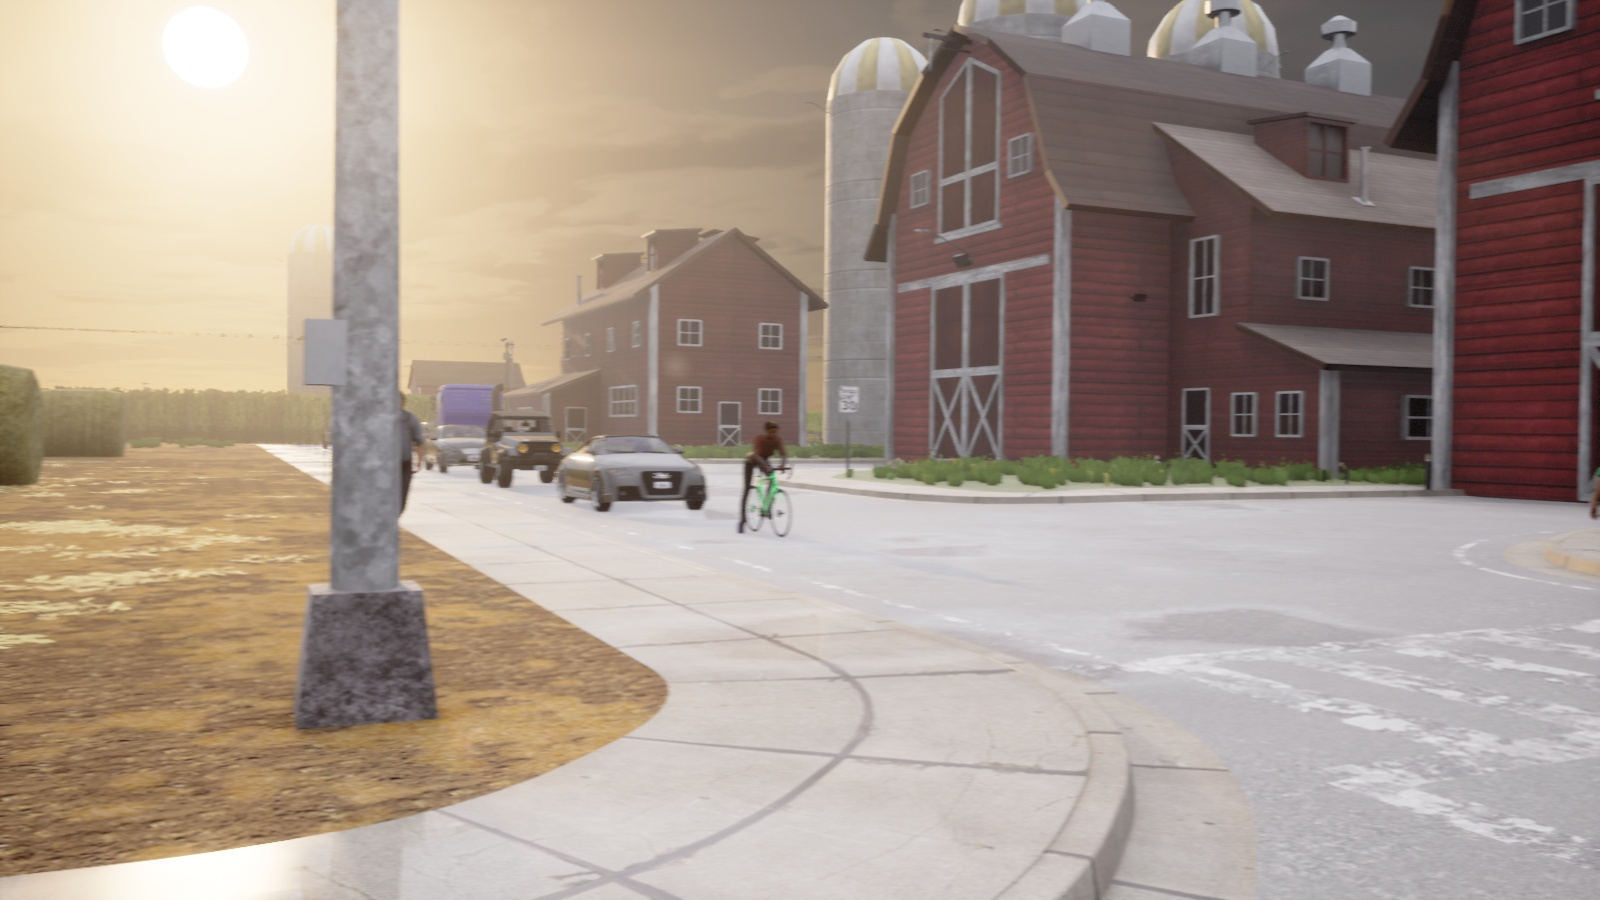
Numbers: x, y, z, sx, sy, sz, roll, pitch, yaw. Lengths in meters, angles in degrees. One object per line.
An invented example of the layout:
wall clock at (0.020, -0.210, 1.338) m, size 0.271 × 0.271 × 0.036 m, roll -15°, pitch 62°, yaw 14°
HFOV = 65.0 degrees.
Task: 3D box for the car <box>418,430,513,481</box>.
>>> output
car at (-10.836, 0.141, 40.416) m, size 2.128 × 1.511 × 4.902 m, roll -2°, pitch 1°, yaw -25°

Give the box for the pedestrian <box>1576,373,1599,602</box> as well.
pedestrian at (7.259, 0.312, 10.783) m, size 0.873 × 1.952 × 0.659 m, roll -1°, pitch 1°, yaw -28°

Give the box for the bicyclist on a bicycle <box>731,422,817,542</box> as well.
bicyclist on a bicycle at (-0.396, 0.417, 17.899) m, size 0.582 × 1.620 × 1.656 m, roll -2°, pitch 2°, yaw -25°

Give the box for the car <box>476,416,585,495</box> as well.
car at (-6.909, 0.099, 31.951) m, size 1.905 × 1.878 × 3.866 m, roll -1°, pitch 1°, yaw -24°

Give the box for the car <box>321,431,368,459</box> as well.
car at (-28.592, -0.328, 78.786) m, size 2.033 × 1.649 × 4.856 m, roll -1°, pitch 1°, yaw -29°

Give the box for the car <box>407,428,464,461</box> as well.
car at (-19.797, -0.326, 68.069) m, size 2.242 × 1.667 × 4.611 m, roll -1°, pitch 1°, yaw -25°

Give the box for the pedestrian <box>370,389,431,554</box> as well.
pedestrian at (-4.616, 0.236, 14.505) m, size 0.540 × 1.848 × 0.694 m, roll -1°, pitch 1°, yaw -27°

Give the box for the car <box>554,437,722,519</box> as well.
car at (-3.180, 0.464, 23.912) m, size 1.994 × 1.385 × 4.181 m, roll -1°, pitch 1°, yaw -25°

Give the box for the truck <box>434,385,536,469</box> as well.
truck at (-14.130, -1.005, 55.812) m, size 2.891 × 3.462 × 7.936 m, roll -1°, pitch 1°, yaw -25°
